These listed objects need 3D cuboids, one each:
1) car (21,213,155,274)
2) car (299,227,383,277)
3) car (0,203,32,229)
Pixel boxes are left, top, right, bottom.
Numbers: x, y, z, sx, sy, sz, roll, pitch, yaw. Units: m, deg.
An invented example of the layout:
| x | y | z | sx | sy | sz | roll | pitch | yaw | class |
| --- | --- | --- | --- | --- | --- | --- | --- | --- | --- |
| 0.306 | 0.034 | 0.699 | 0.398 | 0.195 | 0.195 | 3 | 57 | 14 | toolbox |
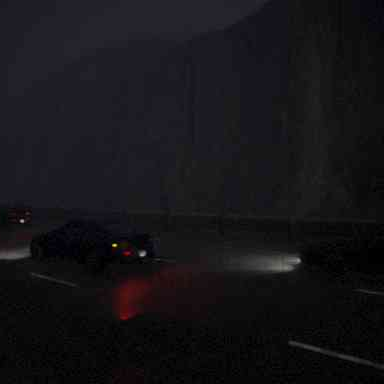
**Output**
| x | y | z | sx | sy | sz | roll | pitch | yaw | class |
| --- | --- | --- | --- | --- | --- | --- | --- | --- | --- |
| -3.250 | 1.532 | 10.613 | 4.674 | 1.442 | 1.812 | 0 | 0 | 35 | car |
| 5.655 | 1.549 | 8.557 | 5.357 | 1.411 | 2.033 | 0 | 0 | 36 | car |
| -12.078 | 1.465 | 21.214 | 4.892 | 1.490 | 1.837 | 0 | 0 | 36 | car |
